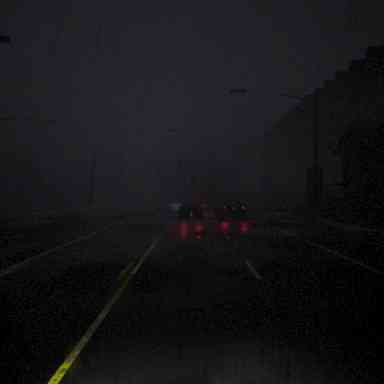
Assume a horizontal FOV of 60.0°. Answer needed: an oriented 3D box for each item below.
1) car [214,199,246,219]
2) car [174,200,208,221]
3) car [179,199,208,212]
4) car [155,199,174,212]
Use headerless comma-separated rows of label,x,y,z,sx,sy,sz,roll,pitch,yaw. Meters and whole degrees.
car,3.210,1.353,28.918,2.097,1.767,4.553,0,0,-5
car,-0.180,1.491,27.617,2.128,1.511,4.902,0,0,-3
car,0.090,1.603,40.891,1.895,1.301,4.718,0,0,-23
car,-2.768,1.549,39.068,2.033,1.411,5.357,0,0,-24
